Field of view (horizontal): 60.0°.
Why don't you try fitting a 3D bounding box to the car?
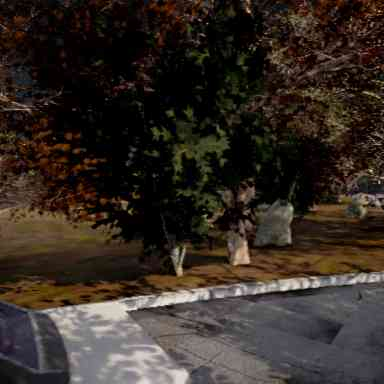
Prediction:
[{"bbox_3d":[-2.462,1.537,2.076,4.718,1.301,1.895,-1,2,-30],"label":"car"}]
